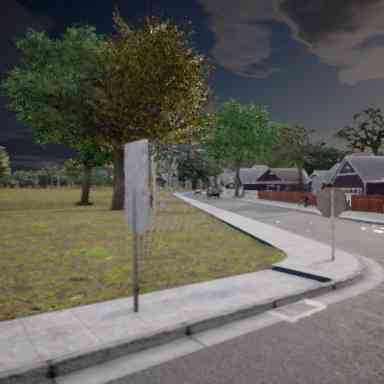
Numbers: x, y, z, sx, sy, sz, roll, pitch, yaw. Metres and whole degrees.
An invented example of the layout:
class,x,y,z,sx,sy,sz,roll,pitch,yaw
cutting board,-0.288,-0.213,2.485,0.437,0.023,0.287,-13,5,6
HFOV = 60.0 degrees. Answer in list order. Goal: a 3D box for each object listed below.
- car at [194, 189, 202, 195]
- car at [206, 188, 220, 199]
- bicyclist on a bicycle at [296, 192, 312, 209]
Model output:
class,x,y,z,sx,sy,sz,roll,pitch,yaw
car,1.631,0.012,91.534,1.882,1.535,5.008,-1,1,-6
car,4.205,0.220,66.918,2.150,2.045,5.566,-1,1,-6
bicyclist on a bicycle,10.850,0.823,32.325,1.656,1.620,0.582,-1,1,-6
